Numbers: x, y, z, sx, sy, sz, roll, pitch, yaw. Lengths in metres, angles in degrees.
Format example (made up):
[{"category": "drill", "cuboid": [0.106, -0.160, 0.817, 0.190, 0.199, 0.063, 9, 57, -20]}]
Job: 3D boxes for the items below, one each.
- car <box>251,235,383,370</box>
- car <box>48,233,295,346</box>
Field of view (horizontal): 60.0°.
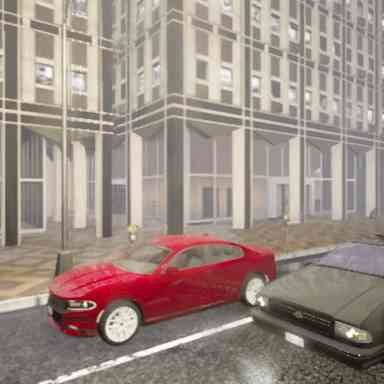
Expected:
[{"category": "car", "cuboid": [3.504, 1.526, 5.876, 5.357, 1.411, 2.033, 0, 0, -35]}, {"category": "car", "cuboid": [-0.312, 1.533, 6.336, 4.507, 1.381, 1.887, 0, 0, -36]}]
